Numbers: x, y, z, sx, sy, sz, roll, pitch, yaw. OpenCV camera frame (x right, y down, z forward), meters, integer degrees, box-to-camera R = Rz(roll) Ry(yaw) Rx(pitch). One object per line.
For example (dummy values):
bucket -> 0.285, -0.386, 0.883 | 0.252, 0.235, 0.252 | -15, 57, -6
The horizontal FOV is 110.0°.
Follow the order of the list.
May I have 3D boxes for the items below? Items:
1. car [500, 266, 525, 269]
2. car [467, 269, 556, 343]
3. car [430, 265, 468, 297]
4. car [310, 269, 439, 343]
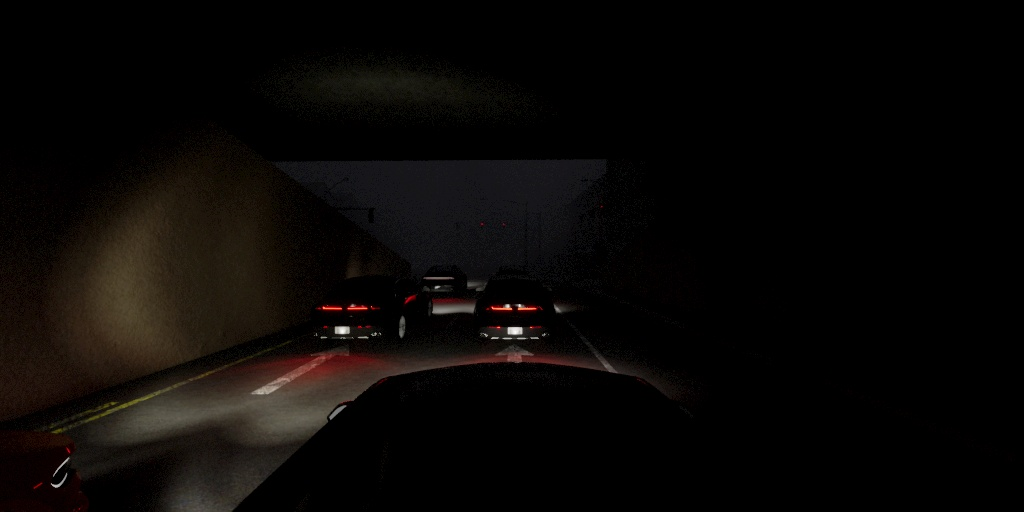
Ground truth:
car -> 0.012, 1.255, 19.030 | 1.837, 1.490, 4.892 | 0, 0, 0
car -> 0.053, 1.255, 9.620 | 1.837, 1.490, 4.892 | 0, 0, 0
car -> -3.484, 1.242, 18.994 | 2.128, 1.511, 4.902 | 0, 0, -1
car -> -3.448, 1.255, 9.677 | 1.837, 1.490, 4.892 | 0, 0, 0
